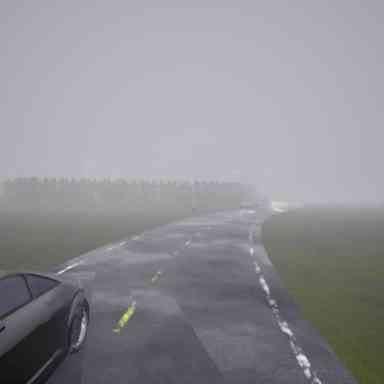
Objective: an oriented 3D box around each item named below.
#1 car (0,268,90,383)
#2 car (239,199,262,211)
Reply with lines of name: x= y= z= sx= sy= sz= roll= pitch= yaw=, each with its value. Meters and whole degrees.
car: x=-2.587 y=1.552 z=3.330 sx=1.994 sy=1.385 sz=4.181 roll=0 pitch=0 yaw=3
car: x=7.890 y=1.689 z=44.625 sx=2.033 sy=1.411 sz=5.357 roll=0 pitch=0 yaw=26
